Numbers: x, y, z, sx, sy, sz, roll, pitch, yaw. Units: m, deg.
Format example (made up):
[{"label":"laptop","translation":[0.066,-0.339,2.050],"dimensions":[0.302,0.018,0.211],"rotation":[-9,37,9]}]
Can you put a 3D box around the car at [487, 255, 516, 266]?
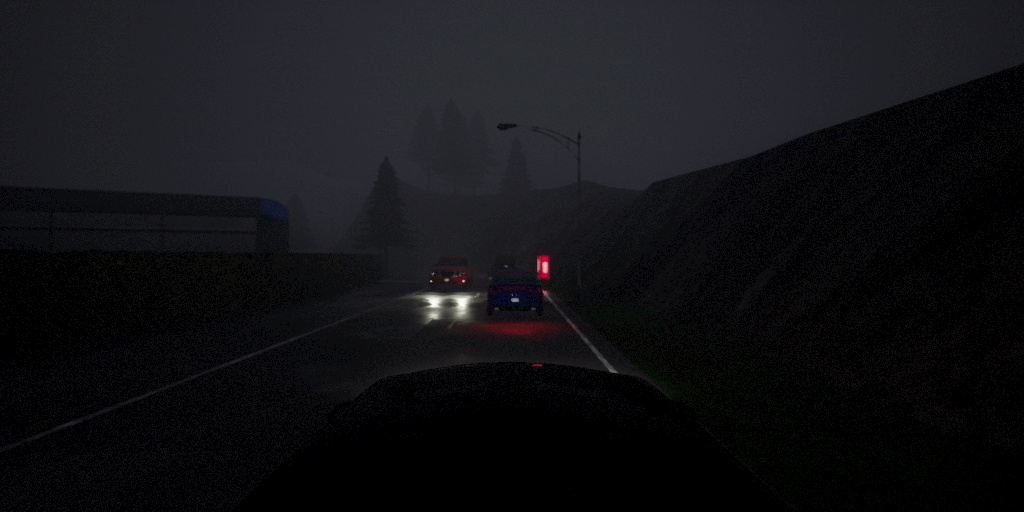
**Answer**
[{"label":"car","translation":[-0.955,0.966,32.273],"dimensions":[2.150,2.045,5.566],"rotation":[0,0,-10]}]

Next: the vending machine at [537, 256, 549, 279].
[{"label":"vending machine","translation":[2.782,0.940,31.643],"dimensions":[1.100,2.100,0.880],"rotation":[0,0,-10]}]

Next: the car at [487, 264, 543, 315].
[{"label":"car","translation":[0.099,1.226,13.683],"dimensions":[1.882,1.535,5.008],"rotation":[0,0,0]}]

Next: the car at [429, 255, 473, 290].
[{"label":"car","translation":[-3.680,0.968,22.674],"dimensions":[2.150,2.045,5.566],"rotation":[0,0,-1]}]
